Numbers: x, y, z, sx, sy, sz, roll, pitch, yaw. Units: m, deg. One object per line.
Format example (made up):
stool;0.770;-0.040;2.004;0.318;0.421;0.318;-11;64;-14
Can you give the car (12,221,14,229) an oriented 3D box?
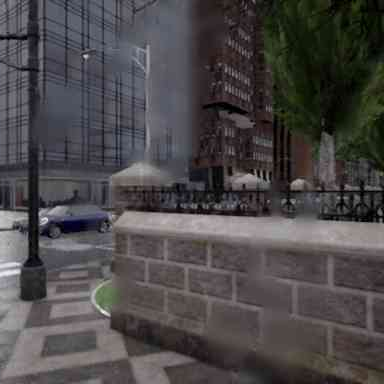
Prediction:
car;-8.555;1.649;20.281;2.008;1.369;4.403;-1;-1;36

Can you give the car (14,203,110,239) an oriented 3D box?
car;-6.778;1.444;18.182;2.097;1.767;4.553;0;-1;36
